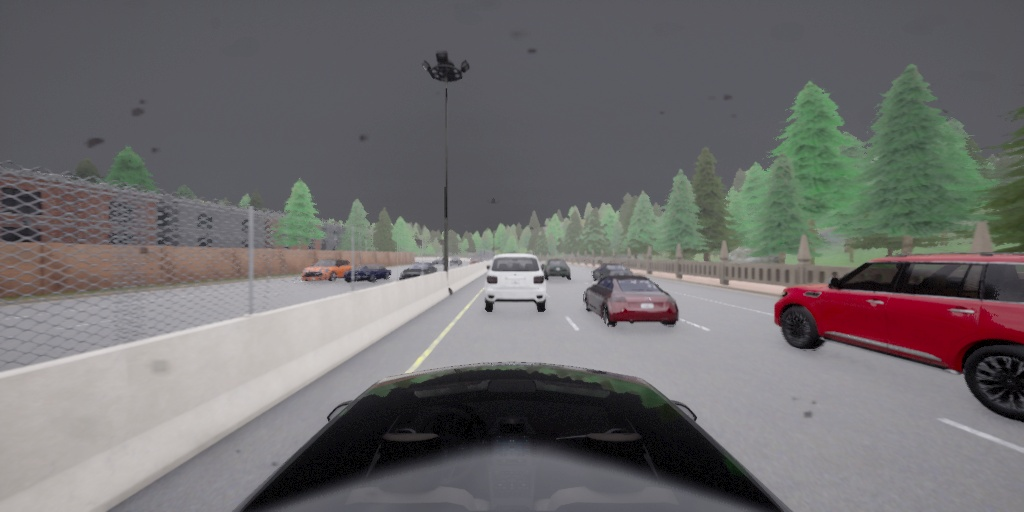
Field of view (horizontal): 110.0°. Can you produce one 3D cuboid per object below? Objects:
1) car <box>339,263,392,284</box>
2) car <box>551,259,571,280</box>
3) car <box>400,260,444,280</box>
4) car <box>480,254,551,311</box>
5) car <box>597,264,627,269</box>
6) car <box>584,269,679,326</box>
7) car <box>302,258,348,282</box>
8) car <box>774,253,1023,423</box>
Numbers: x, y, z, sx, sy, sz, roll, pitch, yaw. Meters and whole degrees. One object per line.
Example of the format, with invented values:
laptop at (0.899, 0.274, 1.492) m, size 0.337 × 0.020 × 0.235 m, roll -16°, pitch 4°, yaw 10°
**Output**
car at (-10.555, 1.290, 26.532) m, size 1.895 × 1.301 × 4.718 m, roll 0°, pitch 0°, yaw 0°
car at (3.649, 1.044, 30.505) m, size 2.097 × 1.767 × 4.553 m, roll 0°, pitch 0°, yaw 0°
car at (-7.053, 1.237, 27.900) m, size 2.033 × 1.411 × 5.357 m, roll 0°, pitch 0°, yaw 0°
car at (0.120, 0.945, 14.419) m, size 2.150 × 2.045 × 5.566 m, roll 0°, pitch 0°, yaw 0°
car at (7.138, 1.252, 25.890) m, size 2.033 × 1.411 × 5.357 m, roll 0°, pitch 0°, yaw 0°
car at (3.608, 1.296, 11.550) m, size 1.994 × 1.385 × 4.181 m, roll 0°, pitch 0°, yaw 0°
car at (-14.050, 1.036, 27.604) m, size 2.097 × 1.767 × 4.553 m, roll 0°, pitch 0°, yaw 0°
car at (7.083, 0.971, 5.859) m, size 2.150 × 2.045 × 5.566 m, roll 0°, pitch 0°, yaw 1°
